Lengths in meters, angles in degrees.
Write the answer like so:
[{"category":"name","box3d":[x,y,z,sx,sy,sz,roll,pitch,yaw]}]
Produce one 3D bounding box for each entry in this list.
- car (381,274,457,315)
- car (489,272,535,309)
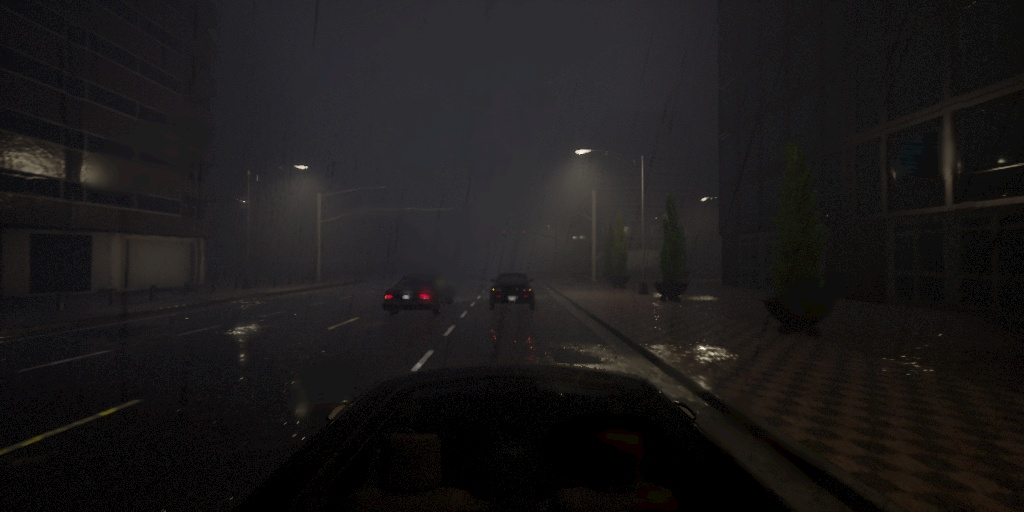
[{"category":"car","box3d":[-3.490,1.433,14.370,2.033,1.411,5.357,0,-1,0]},{"category":"car","box3d":[0.021,1.425,15.733,1.812,1.442,4.674,0,0,0]}]
